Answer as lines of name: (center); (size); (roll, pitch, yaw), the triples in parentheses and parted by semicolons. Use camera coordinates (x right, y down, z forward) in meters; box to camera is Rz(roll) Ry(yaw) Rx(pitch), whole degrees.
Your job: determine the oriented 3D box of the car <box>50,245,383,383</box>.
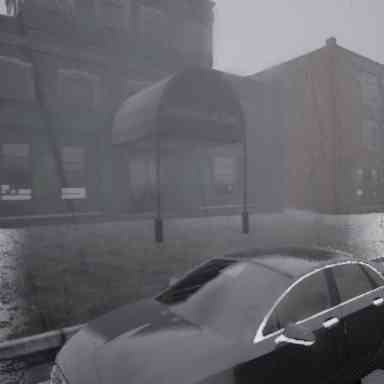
car: (0.914, 1.503, 4.033); (4.892, 1.490, 1.837); (0, 0, -36)
